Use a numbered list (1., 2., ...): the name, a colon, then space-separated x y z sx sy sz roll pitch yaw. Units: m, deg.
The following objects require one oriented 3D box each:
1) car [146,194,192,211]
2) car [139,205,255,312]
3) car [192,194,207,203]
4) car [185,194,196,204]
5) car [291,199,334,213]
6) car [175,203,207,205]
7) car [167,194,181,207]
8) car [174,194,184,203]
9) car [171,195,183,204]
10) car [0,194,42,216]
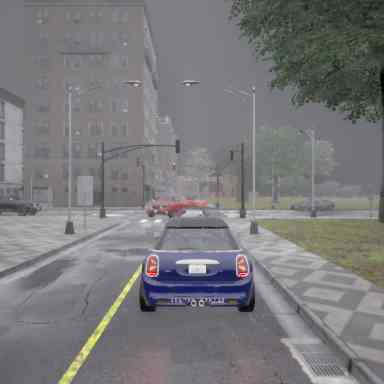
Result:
1. car: -2.141 1.240 29.998 2.150 2.045 5.566 -1 0 19
2. car: 0.094 1.355 7.877 2.097 1.767 4.553 0 0 0
3. car: 0.350 1.407 46.819 2.097 1.767 4.553 1 0 -25
4. car: -0.305 1.340 68.431 2.150 2.045 5.566 0 0 0
5. car: 13.411 1.625 37.892 4.181 1.385 1.994 0 -1 -1
6. car: 0.019 1.537 17.550 1.812 1.442 4.674 0 0 1
7. car: -2.977 1.297 55.732 2.150 2.045 5.566 0 0 -2
8. car: -2.916 1.374 76.118 2.150 2.045 5.566 0 0 0
9. car: -2.926 1.460 65.529 2.097 1.767 4.553 0 0 0
10. car: -17.133 1.190 31.120 5.566 2.045 2.150 0 -1 0
